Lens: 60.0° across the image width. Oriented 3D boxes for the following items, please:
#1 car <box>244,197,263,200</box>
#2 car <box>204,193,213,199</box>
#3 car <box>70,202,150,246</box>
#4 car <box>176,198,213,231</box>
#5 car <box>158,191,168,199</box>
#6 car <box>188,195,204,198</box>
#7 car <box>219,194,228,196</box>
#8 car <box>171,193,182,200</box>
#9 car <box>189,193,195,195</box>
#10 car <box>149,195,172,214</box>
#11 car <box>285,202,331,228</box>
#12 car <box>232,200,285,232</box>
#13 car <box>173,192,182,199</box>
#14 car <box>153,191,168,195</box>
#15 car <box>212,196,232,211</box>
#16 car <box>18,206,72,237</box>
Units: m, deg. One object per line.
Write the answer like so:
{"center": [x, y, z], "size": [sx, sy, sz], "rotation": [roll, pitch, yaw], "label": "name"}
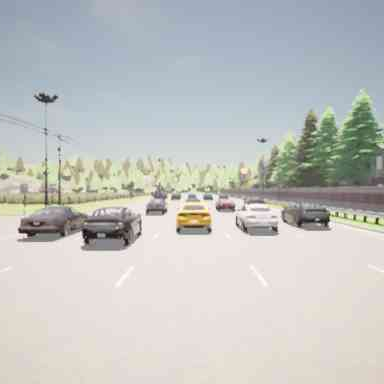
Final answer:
{"center": [7.099, 1.258, 38.180], "size": [2.128, 1.511, 4.902], "rotation": [0, 0, 0], "label": "car"}
{"center": [3.500, 1.037, 71.767], "size": [1.882, 1.535, 5.008], "rotation": [0, 0, 0], "label": "car"}
{"center": [-3.400, 1.401, 14.883], "size": [2.128, 1.511, 4.902], "rotation": [0, 0, 0], "label": "car"}
{"center": [0.100, 1.359, 19.509], "size": [1.882, 1.535, 5.008], "rotation": [0, 0, 0], "label": "car"}
{"center": [-7.000, 0.703, 80.905], "size": [2.097, 1.767, 4.553], "rotation": [0, 0, 0], "label": "car"}
{"center": [0.100, 1.330, 38.808], "size": [1.994, 1.385, 4.181], "rotation": [0, 0, 0], "label": "car"}
{"center": [7.000, 1.076, 73.434], "size": [2.128, 1.511, 4.902], "rotation": [0, 0, 0], "label": "car"}
{"center": [-3.500, 1.068, 70.517], "size": [1.837, 1.490, 4.892], "rotation": [0, 0, 0], "label": "car"}
{"center": [0.000, 1.030, 73.850], "size": [1.882, 1.535, 5.008], "rotation": [0, 0, 0], "label": "car"}
{"center": [-3.400, 1.351, 32.836], "size": [2.033, 1.411, 5.357], "rotation": [0, 0, 0], "label": "car"}
{"center": [7.100, 1.360, 21.208], "size": [2.128, 1.511, 4.902], "rotation": [0, 0, 0], "label": "car"}
{"center": [3.600, 1.409, 18.980], "size": [1.812, 1.442, 4.674], "rotation": [0, 0, 0], "label": "car"}
{"center": [-3.500, 0.871, 80.936], "size": [2.128, 1.511, 4.902], "rotation": [0, 0, 0], "label": "car"}
{"center": [-7.000, 0.794, 70.546], "size": [2.150, 2.045, 5.566], "rotation": [0, 0, 0], "label": "car"}
{"center": [3.600, 1.378, 36.716], "size": [1.895, 1.301, 4.718], "rotation": [0, 0, 0], "label": "car"}
{"center": [-6.900, 1.445, 17.265], "size": [2.033, 1.411, 5.357], "rotation": [0, 0, 0], "label": "car"}
